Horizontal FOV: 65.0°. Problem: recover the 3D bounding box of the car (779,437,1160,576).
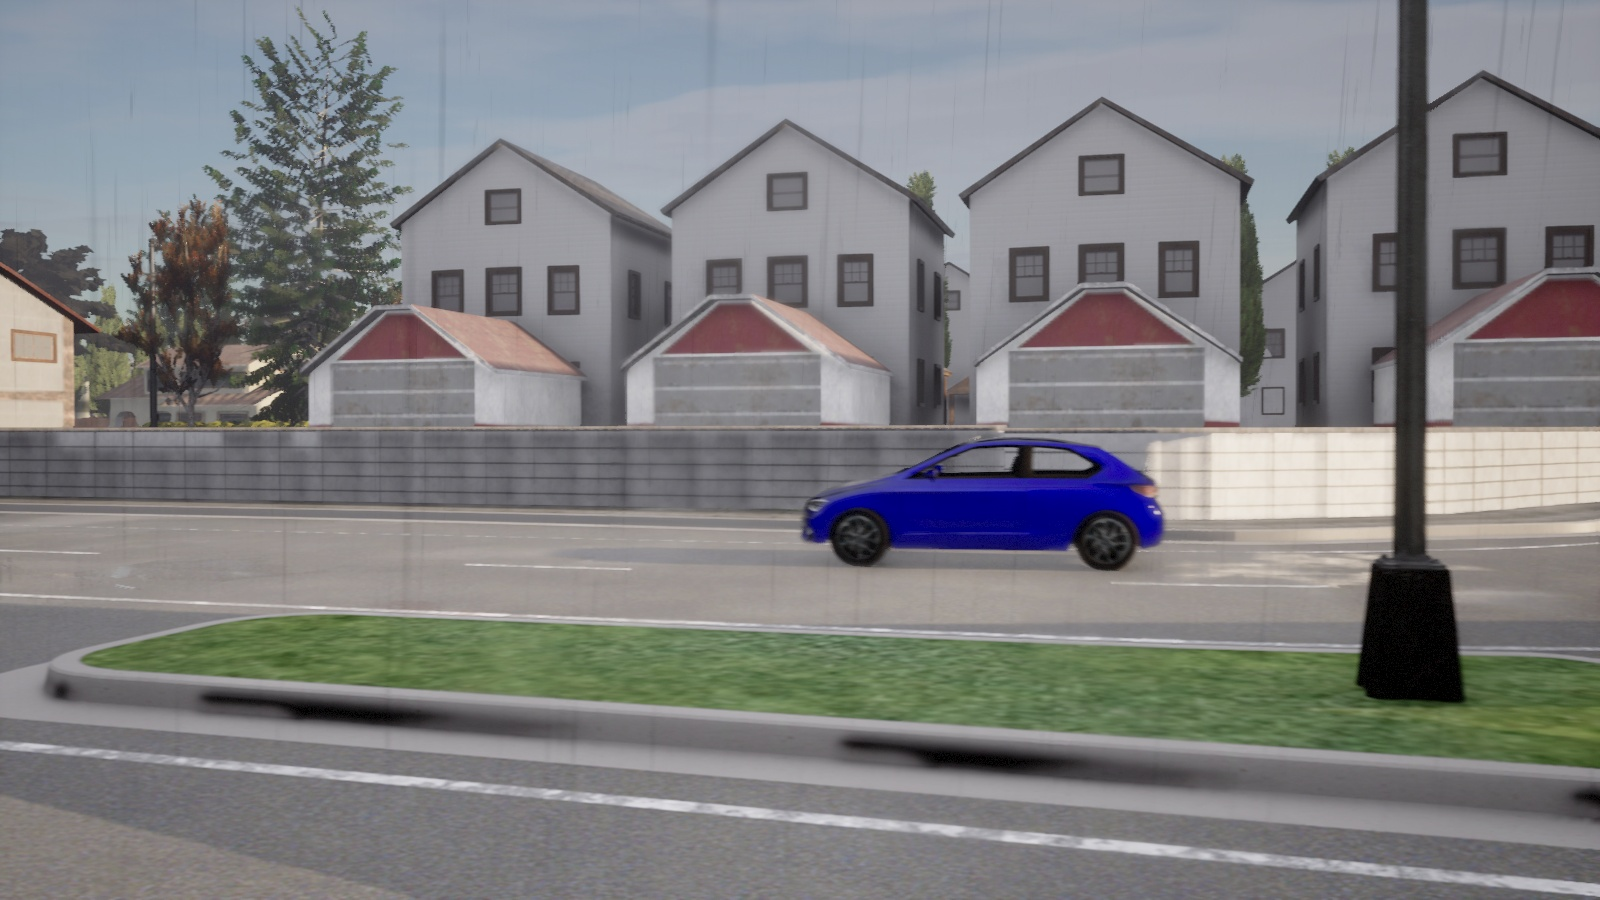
[{"bbox_3d":[1.986,0.603,14.866,4.193,1.474,1.816,0,1,10],"label":"car"}]
